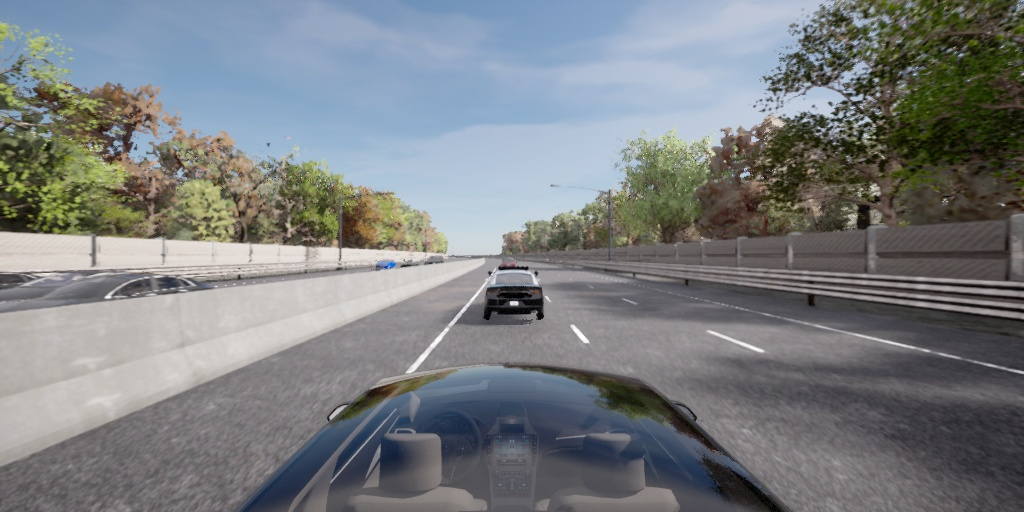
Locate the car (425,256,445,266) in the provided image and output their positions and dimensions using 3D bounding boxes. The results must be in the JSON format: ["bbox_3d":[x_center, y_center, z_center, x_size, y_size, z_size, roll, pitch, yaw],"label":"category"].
[{"bbox_3d":[-11.329,0.987,53.061,2.150,2.045,5.566,0,0,-1],"label":"car"}]

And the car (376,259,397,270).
[{"bbox_3d":[-18.322,1.242,52.426,1.882,1.535,5.008,0,0,-1],"label":"car"}]

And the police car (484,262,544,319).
[{"bbox_3d":[0.052,1.179,13.046,1.930,1.638,5.238,0,0,0],"label":"police car"}]

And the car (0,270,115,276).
[{"bbox_3d":[-14.140,1.247,11.798,2.128,1.511,4.902,0,0,0],"label":"car"}]

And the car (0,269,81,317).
[{"bbox_3d":[-17.637,1.260,11.455,1.837,1.490,4.892,0,0,0],"label":"car"}]

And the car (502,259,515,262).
[{"bbox_3d":[-0.407,1.118,43.137,2.097,1.767,4.553,0,0,-1],"label":"car"}]

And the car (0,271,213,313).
[{"bbox_3d":[-10.628,1.259,9.720,1.837,1.490,4.892,0,0,0],"label":"car"}]

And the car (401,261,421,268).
[{"bbox_3d":[-14.829,1.366,52.674,1.895,1.301,4.718,0,0,-1],"label":"car"}]
